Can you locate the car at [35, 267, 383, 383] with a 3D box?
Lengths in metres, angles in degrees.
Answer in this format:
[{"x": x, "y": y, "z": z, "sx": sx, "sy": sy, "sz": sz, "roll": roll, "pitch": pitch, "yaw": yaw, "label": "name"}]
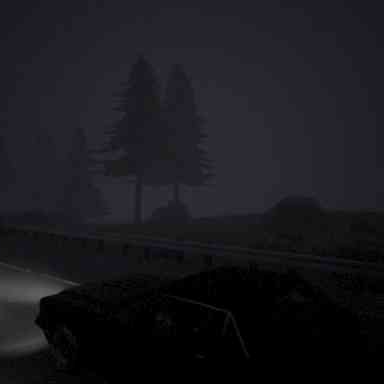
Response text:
[{"x": 0.187, "y": 1.611, "z": 3.918, "sx": 4.718, "sy": 1.301, "sz": 1.895, "roll": 0, "pitch": 0, "yaw": 36, "label": "car"}]
